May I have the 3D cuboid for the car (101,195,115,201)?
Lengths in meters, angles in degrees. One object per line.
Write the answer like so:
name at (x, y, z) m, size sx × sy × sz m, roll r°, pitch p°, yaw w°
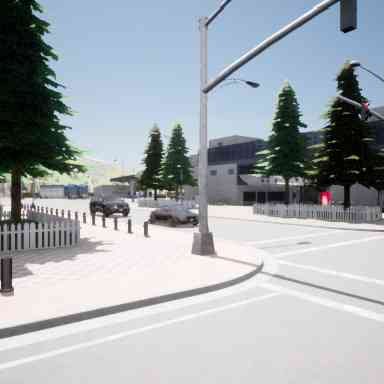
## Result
car at (-20.958, 1.399, 82.757) m, size 1.970 × 1.475 × 3.806 m, roll 0°, pitch 0°, yaw -37°

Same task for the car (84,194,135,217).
car at (-7.886, 1.237, 31.367) m, size 2.150 × 2.045 × 5.566 m, roll 0°, pitch 0°, yaw -37°

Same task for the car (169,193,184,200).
car at (-3.922, 1.113, 85.982) m, size 1.932 × 1.855 × 4.605 m, roll 0°, pitch 0°, yaw -37°

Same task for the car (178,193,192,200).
car at (-1.834, 1.092, 88.044) m, size 1.905 × 1.878 × 3.866 m, roll 0°, pitch 0°, yaw -37°

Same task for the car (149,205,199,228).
car at (-1.217, 1.579, 22.540) m, size 1.994 × 1.385 × 4.181 m, roll 0°, pitch 0°, yaw -37°

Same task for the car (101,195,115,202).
car at (-18.931, 1.389, 75.022) m, size 1.845 × 1.501 × 3.633 m, roll 0°, pitch 0°, yaw -37°
